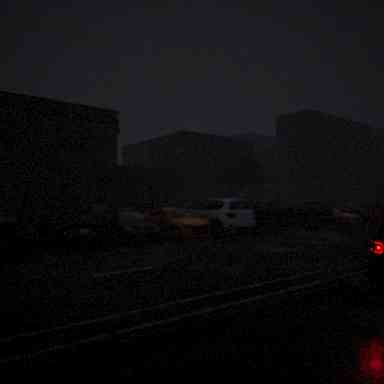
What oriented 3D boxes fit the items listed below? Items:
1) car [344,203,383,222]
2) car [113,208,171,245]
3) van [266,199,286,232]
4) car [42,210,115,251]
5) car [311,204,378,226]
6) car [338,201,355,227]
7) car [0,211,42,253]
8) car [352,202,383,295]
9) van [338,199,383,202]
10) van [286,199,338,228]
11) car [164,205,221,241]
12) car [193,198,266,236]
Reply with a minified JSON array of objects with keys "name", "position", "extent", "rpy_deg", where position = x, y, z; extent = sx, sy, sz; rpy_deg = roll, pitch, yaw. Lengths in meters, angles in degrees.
[{"name":"car","position":[16.964,1.861,30.701],"extent":[2.097,1.535,5.008],"rpy_deg":[1,-1,-35]},{"name":"car","position":[-3.235,1.603,16.289],"extent":[2.002,1.452,4.674],"rpy_deg":[1,0,-36]},{"name":"van","position":[3.435,1.428,21.187],"extent":[1.878,1.987,4.442],"rpy_deg":[1,0,-35]},{"name":"car","position":[-5.494,1.565,14.710],"extent":[2.163,1.488,4.792],"rpy_deg":[1,0,-36]},{"name":"car","position":[12.480,1.829,27.492],"extent":[2.002,1.452,4.674],"rpy_deg":[1,-1,-35]},{"name":"car","position":[10.341,1.751,25.742],"extent":[1.946,1.575,5.366],"rpy_deg":[1,-1,-35]},{"name":"car","position":[-7.719,1.509,13.079],"extent":[2.231,1.521,4.892],"rpy_deg":[1,0,-35]},{"name":"car","position":[6.240,1.311,7.575],"extent":[5.566,2.045,2.150],"rpy_deg":[1,0,-35]},{"name":"van","position":[14.657,1.599,29.192],"extent":[1.878,1.987,4.442],"rpy_deg":[1,-1,-35]},{"name":"van","position":[7.922,1.493,24.388],"extent":[1.878,1.987,4.442],"rpy_deg":[1,0,-35]},{"name":"car","position":[-0.991,1.592,17.893],"extent":[2.097,1.535,5.008],"rpy_deg":[1,0,-36]},{"name":"car","position":[1.241,1.371,19.513],"extent":[2.435,2.045,5.566],"rpy_deg":[1,0,-35]}]
